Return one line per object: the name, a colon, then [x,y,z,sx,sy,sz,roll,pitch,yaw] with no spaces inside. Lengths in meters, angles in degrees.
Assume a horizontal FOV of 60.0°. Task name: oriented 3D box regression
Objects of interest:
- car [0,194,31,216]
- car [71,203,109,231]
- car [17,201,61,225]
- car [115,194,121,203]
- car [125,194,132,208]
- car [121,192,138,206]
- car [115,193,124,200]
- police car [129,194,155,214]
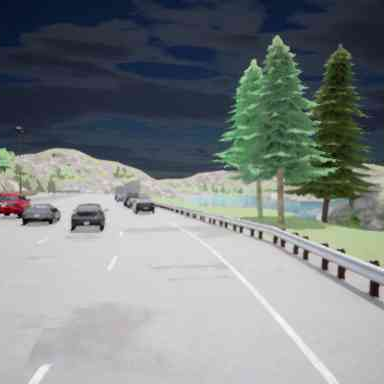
car: [-15.510,1.173,28.917,2.150,2.045,5.566,0,0,-14]
car: [-6.301,1.451,20.561,1.837,1.490,4.892,0,0,-13]
car: [-10.660,1.515,23.810,1.994,1.385,4.181,0,0,-13]
car: [-13.424,1.335,63.704,1.812,1.442,4.674,0,0,-14]
car: [-7.428,1.388,43.507,1.812,1.442,4.674,0,0,-14]
car: [-8.932,1.069,49.346,2.150,2.045,5.566,0,0,-14]
car: [-17.314,1.095,78.803,1.882,1.535,5.008,0,0,-14]
police car: [-4.964,1.314,33.929,1.930,1.638,5.238,0,0,-14]
